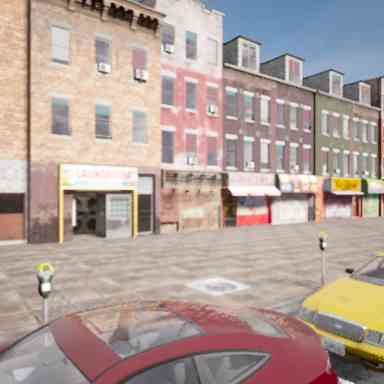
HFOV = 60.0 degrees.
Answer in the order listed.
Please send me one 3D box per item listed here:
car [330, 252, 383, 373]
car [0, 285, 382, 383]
[{"bbox_3d":[3.667,1.546,5.430,4.829,1.417,1.752,0,0,-36],"label":"car"},{"bbox_3d":[-0.632,1.584,2.361,4.206,1.307,1.802,0,0,-36],"label":"car"}]
